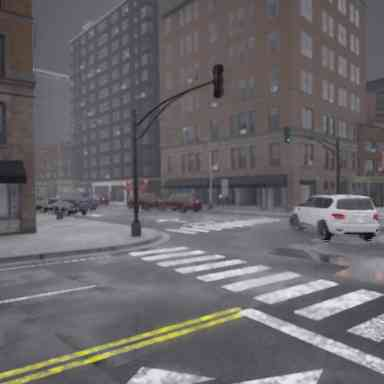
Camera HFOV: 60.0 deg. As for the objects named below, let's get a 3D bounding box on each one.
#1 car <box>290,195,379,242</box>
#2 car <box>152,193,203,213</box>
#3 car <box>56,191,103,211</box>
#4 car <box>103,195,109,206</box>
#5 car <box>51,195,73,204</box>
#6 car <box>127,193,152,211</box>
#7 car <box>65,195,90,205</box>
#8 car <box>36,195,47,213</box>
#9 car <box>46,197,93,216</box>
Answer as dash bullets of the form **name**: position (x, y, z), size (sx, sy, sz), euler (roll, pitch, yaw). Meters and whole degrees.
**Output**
- **car**: position (6.759, 1.139, 16.353), size (2.150, 2.045, 5.566), euler (1, 1, -3)
- **car**: position (-1.166, 1.020, 32.067), size (2.192, 1.841, 5.009), euler (-1, 1, -44)
- **car**: position (-12.009, 0.962, 34.962), size (2.150, 2.045, 5.566), euler (-1, 1, -44)
- **car**: position (-12.660, 1.026, 43.939), size (1.967, 1.590, 4.097), euler (-1, 1, -44)
- **car**: position (-20.323, 1.085, 51.854), size (1.802, 1.307, 4.206), euler (-1, 1, -44)
- **car**: position (-4.998, 0.981, 36.024), size (2.192, 1.841, 5.009), euler (-1, 1, -44)
- **car**: position (-16.492, 1.127, 47.897), size (1.802, 1.307, 4.206), euler (-1, 1, -44)
- **car**: position (-14.948, 1.346, 34.049), size (1.947, 1.339, 4.313), euler (-1, 1, -44)
- **car**: position (-11.117, 1.386, 30.093), size (1.947, 1.339, 4.313), euler (-1, 1, -44)
